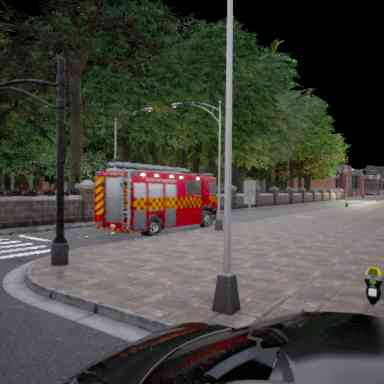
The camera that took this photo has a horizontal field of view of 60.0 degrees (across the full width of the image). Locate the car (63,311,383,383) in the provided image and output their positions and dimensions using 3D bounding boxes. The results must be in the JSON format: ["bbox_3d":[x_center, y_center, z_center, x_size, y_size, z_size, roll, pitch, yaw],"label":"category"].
[{"bbox_3d":[0.897,1.566,2.157,4.313,1.339,1.947,0,1,35],"label":"car"}]

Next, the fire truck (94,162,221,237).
[{"bbox_3d":[-1.570,0.398,19.830,2.891,3.827,8.468,1,0,36],"label":"fire truck"}]
